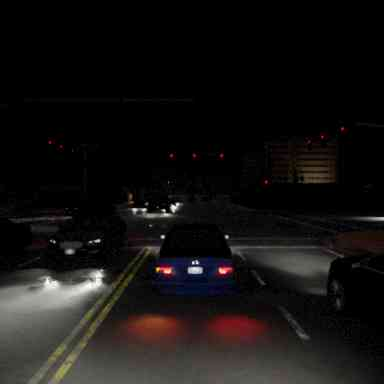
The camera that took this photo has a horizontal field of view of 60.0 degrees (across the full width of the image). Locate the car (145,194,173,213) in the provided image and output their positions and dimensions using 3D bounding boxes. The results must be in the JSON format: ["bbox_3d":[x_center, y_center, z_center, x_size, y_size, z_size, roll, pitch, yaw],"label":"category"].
[{"bbox_3d":[-3.637,1.246,37.771,2.150,2.045,5.566,0,0,0],"label":"car"}]

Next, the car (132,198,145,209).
[{"bbox_3d":[-7.145,1.578,46.988,2.033,1.411,5.357,0,0,0],"label":"car"}]

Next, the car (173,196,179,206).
[{"bbox_3d":[-3.645,1.637,54.547,1.895,1.301,4.718,0,0,0],"label":"car"}]

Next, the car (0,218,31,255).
[{"bbox_3d":[-7.111,1.555,10.694,2.033,1.411,5.357,0,0,0],"label":"car"}]

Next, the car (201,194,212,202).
[{"bbox_3d":[3.428,1.393,74.676,2.097,1.767,4.553,0,0,0],"label":"car"}]

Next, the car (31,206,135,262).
[{"bbox_3d":[-3.612,1.500,12.286,2.128,1.511,4.902,0,0,0],"label":"car"}]

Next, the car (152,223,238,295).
[{"bbox_3d":[0.074,1.553,8.882,2.033,1.411,5.357,0,0,0],"label":"car"}]

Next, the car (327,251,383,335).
[{"bbox_3d":[3.558,1.494,4.640,2.128,1.511,4.902,0,0,0],"label":"car"}]

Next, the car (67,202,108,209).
[{"bbox_3d":[-9.871,1.622,32.677,1.895,1.301,4.718,0,0,41],"label":"car"}]

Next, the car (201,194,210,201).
[{"bbox_3d":[3.418,1.283,84.632,2.097,1.767,4.553,0,0,0],"label":"car"}]

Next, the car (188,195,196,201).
[{"bbox_3d":[-0.082,1.481,84.656,1.994,1.385,4.181,0,0,0],"label":"car"}]

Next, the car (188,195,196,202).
[{"bbox_3d":[-0.072,1.580,74.383,2.033,1.411,5.357,0,0,0],"label":"car"}]

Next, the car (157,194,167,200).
[{"bbox_3d":[-7.077,1.167,78.963,1.837,1.490,4.892,0,0,0],"label":"car"}]

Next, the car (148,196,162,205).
[{"bbox_3d":[-7.107,1.589,63.642,2.033,1.411,5.357,0,0,1],"label":"car"}]
